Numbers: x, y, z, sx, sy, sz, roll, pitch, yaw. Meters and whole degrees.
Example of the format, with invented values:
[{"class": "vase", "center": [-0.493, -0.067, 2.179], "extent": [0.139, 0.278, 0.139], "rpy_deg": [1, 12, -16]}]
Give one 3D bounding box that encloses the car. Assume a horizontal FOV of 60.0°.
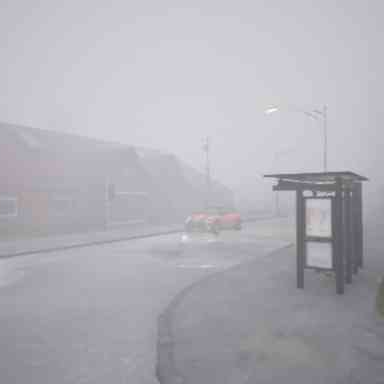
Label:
[{"class": "car", "center": [1.448, 1.694, 21.751], "extent": [2.097, 1.767, 4.553], "rpy_deg": [-1, -1, 34]}]
